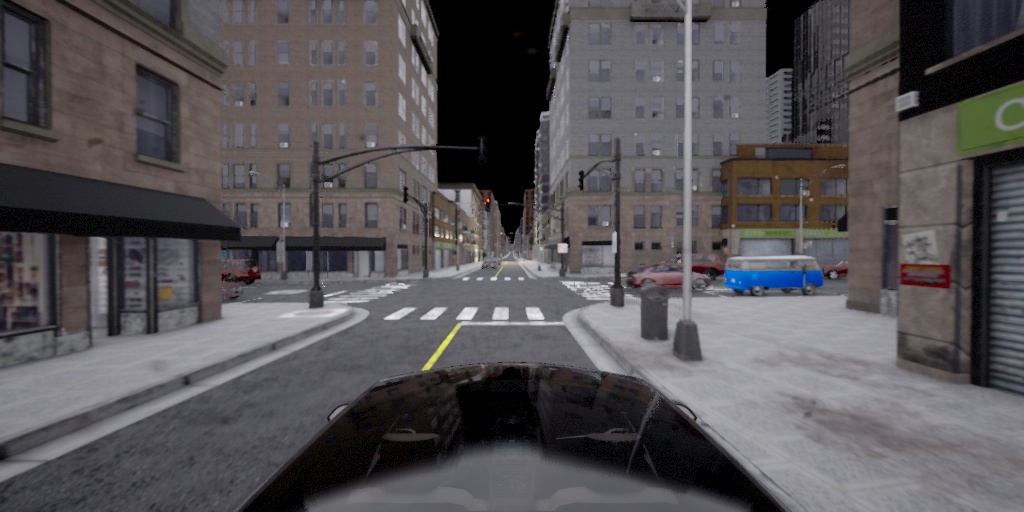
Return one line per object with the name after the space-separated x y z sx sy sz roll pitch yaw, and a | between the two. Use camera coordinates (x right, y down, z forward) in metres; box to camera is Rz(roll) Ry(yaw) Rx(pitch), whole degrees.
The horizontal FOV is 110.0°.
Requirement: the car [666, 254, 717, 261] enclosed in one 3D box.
12.094 0.770 25.199 5.009 1.841 2.192 0 0 0 | car

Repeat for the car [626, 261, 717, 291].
8.400 1.137 19.423 4.181 1.385 1.994 -1 1 0 | car

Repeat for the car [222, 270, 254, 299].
-14.820 1.464 16.606 4.207 1.307 1.802 0 0 0 | car

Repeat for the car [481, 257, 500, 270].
-3.076 1.127 48.996 1.994 1.385 4.181 0 0 0 | car

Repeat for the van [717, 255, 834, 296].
12.117 0.892 16.674 3.998 1.789 1.690 0 0 0 | van

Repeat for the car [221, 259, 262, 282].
-20.347 1.170 25.117 5.009 1.841 2.192 0 0 0 | car

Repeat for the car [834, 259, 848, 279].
23.311 0.862 25.228 4.507 1.381 1.888 0 0 0 | car
